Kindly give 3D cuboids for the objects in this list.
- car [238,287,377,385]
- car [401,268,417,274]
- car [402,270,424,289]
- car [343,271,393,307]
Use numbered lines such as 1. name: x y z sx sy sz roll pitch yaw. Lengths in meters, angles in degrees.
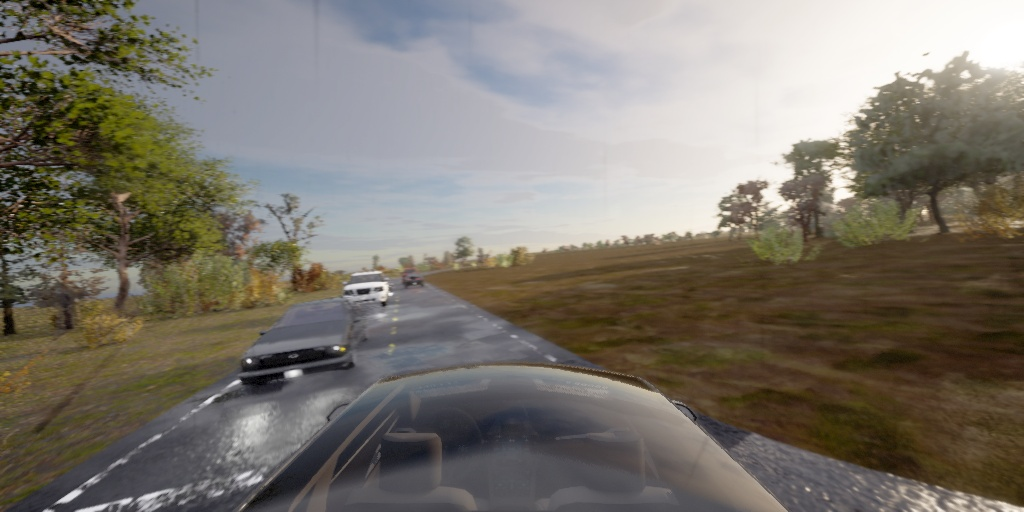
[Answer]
1. car: -4.716 1.811 8.938 2.033 1.411 5.357 -5 -1 -17
2. car: -13.573 2.667 48.038 2.150 2.045 5.566 -5 0 -17
3. car: -10.341 2.555 37.795 1.837 1.490 4.892 -5 -1 -17
4. car: -8.589 1.962 21.412 2.150 2.045 5.566 -5 -1 -17
